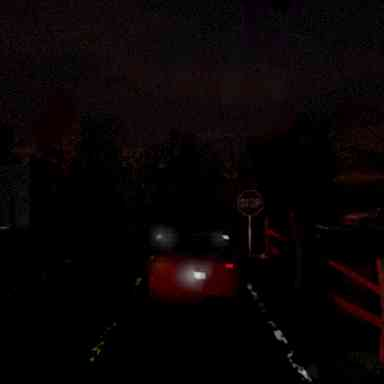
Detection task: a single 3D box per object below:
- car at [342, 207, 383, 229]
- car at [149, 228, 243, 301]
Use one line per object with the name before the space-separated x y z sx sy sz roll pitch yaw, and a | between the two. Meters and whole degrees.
car | 13.055 1.781 23.387 4.674 1.442 1.812 1 0 0
car | 0.040 1.598 8.460 1.994 1.385 4.181 0 0 -1
